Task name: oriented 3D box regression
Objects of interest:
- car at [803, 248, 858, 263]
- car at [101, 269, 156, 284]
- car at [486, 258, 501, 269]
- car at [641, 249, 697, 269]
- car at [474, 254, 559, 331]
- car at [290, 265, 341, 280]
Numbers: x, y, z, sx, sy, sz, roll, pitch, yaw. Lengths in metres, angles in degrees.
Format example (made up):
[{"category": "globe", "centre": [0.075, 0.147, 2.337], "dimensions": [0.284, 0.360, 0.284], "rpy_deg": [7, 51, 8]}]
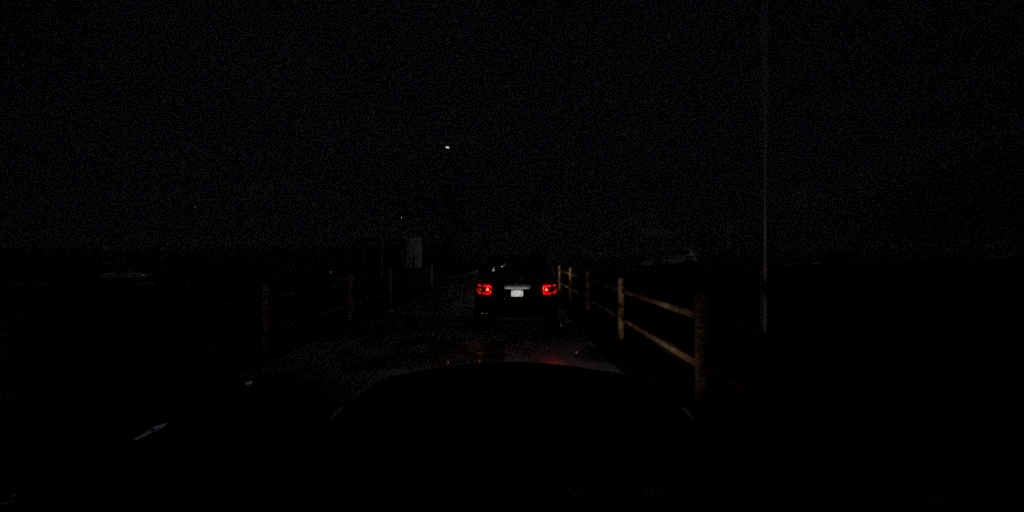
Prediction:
[{"category": "car", "centre": [34.281, -0.063, 38.727], "dimensions": [5.008, 1.535, 1.882], "rpy_deg": [-2, -2, 0]}, {"category": "car", "centre": [-38.147, 2.011, 35.808], "dimensions": [4.674, 1.442, 1.812], "rpy_deg": [-1, -2, 0]}, {"category": "car", "centre": [-2.799, 1.138, 55.604], "dimensions": [2.128, 1.511, 4.902], "rpy_deg": [0, 0, 0]}, {"category": "car", "centre": [16.921, 0.351, 38.745], "dimensions": [5.566, 2.045, 2.150], "rpy_deg": [-3, -2, 0]}, {"category": "car", "centre": [0.108, 0.966, 11.070], "dimensions": [2.150, 2.045, 5.566], "rpy_deg": [0, 0, 0]}, {"category": "car", "centre": [-19.600, 1.639, 35.786], "dimensions": [4.674, 1.442, 1.812], "rpy_deg": [-1, -2, 0]}]
